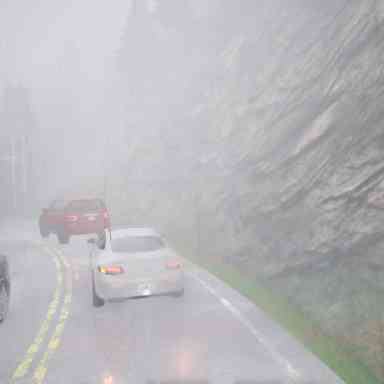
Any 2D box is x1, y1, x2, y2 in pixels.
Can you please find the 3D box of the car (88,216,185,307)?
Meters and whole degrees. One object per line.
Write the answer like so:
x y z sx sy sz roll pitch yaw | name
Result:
-1.497 1.530 8.079 1.812 1.442 4.674 -1 0 -17 | car

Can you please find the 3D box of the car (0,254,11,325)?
-3.834 1.520 4.148 1.882 1.535 5.008 0 0 -14 | car

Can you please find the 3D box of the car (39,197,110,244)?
-6.013 1.295 16.710 2.150 2.045 5.566 -3 1 -37 | car
